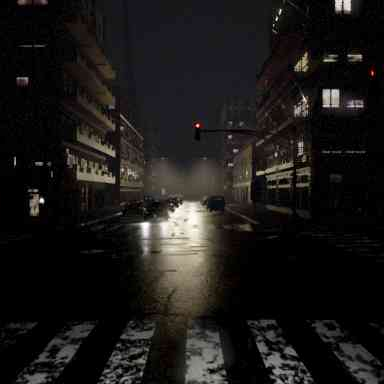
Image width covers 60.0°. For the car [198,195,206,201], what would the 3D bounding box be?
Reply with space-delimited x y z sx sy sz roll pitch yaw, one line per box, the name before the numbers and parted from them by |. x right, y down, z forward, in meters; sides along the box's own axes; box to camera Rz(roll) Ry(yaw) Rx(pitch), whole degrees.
car | 2.648 1.527 87.728 1.947 1.339 4.313 0 0 0

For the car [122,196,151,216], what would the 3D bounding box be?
car | -5.414 1.432 31.920 1.967 1.590 4.097 0 0 0

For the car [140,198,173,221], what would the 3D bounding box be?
car | -2.812 1.519 27.390 1.812 1.442 4.674 0 0 -1

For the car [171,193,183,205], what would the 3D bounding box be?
car | -2.747 1.204 57.591 2.150 2.045 5.566 0 0 1

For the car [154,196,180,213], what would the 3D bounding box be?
car | -2.814 1.537 37.036 2.033 1.411 5.357 0 0 0

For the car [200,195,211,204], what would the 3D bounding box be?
car | 2.627 1.419 65.401 1.967 1.590 4.097 0 0 0

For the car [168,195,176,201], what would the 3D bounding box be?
car | -5.233 1.512 87.735 2.008 1.369 4.403 0 0 0

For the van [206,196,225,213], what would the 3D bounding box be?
van | 2.730 1.331 36.873 1.690 1.788 3.998 0 0 0

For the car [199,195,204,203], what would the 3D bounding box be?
car | 2.619 1.550 54.239 1.947 1.339 4.313 0 0 0

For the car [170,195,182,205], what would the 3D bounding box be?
car | -2.795 1.512 46.948 1.812 1.442 4.674 0 0 0

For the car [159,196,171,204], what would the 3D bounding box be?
car | -5.253 1.523 65.409 1.887 1.381 4.507 0 0 0

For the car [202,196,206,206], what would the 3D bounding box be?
car | 2.701 1.533 43.077 1.887 1.381 4.507 0 0 0

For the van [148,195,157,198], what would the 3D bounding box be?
van | -5.369 1.329 43.084 1.690 1.788 3.998 0 0 0

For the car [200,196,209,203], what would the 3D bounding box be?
car | 2.632 1.520 70.983 1.887 1.381 4.507 0 0 0

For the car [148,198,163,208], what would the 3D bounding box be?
car | -5.317 1.568 48.665 1.802 1.307 4.206 0 0 0
